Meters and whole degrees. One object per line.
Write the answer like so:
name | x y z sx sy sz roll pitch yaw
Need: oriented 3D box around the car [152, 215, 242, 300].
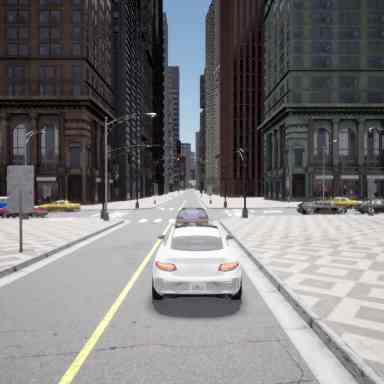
car | 0.099 1.521 8.247 1.812 1.442 4.674 0 0 0

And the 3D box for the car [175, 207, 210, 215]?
car | 0.028 1.533 17.837 2.033 1.411 5.357 0 0 1

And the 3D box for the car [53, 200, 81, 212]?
car | -15.450 1.585 38.634 4.829 1.417 1.752 -1 1 0

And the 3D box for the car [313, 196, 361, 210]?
car | 16.731 1.233 38.571 4.829 1.417 1.752 -1 1 0

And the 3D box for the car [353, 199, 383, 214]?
car | 17.061 1.342 30.046 4.403 1.369 2.008 -1 1 0

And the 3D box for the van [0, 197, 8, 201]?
van | -20.962 1.457 38.640 3.998 1.788 1.690 -1 1 0

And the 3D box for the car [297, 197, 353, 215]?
car | 11.682 1.419 30.057 4.313 1.339 1.947 -1 1 0

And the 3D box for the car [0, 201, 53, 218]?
car | -15.286 1.728 30.110 4.206 1.307 1.802 -1 1 0
